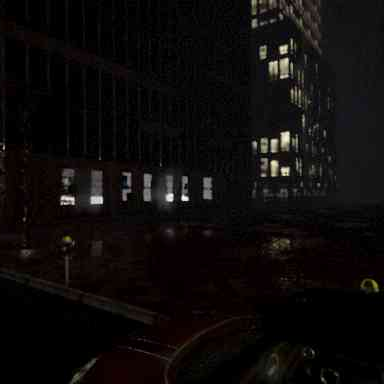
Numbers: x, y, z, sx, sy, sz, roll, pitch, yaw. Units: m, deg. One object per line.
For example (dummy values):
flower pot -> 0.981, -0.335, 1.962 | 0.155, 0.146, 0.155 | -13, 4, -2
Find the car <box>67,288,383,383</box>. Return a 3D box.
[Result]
car -> 0.907, 1.437, 2.210 | 4.097, 1.590, 1.967 | 0, -1, 36
